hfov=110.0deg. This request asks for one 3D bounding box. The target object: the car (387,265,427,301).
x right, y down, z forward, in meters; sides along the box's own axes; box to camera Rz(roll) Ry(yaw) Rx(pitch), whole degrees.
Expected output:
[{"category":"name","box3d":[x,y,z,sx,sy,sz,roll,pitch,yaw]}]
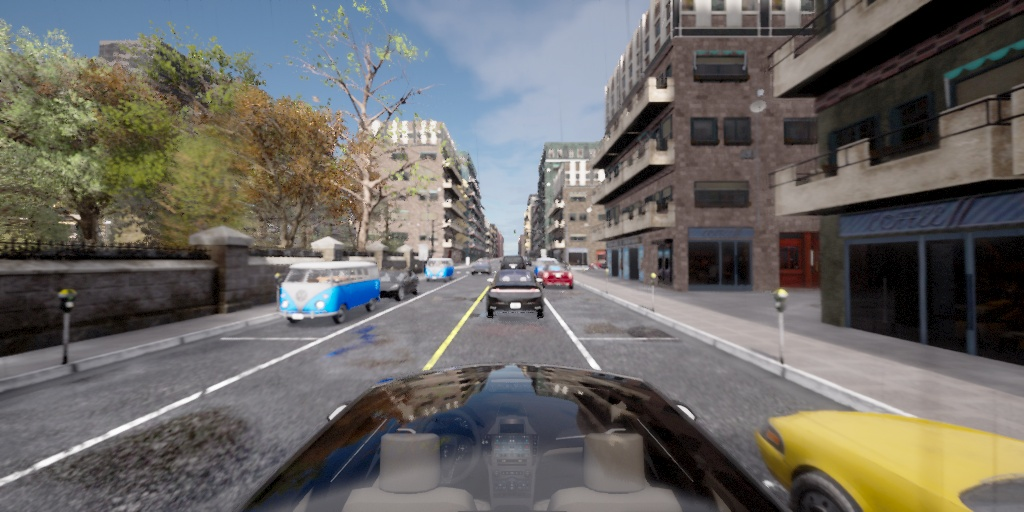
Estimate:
[{"category":"car","box3d":[-5.673,1.299,17.153,1.948,1.339,4.313,0,0,0]}]

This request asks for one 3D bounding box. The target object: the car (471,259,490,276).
[{"category":"car","box3d":[-3.028,1.260,36.566,2.033,1.411,5.357,0,0,0]}]

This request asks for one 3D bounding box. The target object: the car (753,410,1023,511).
[{"category":"car","box3d":[2.691,1.277,0.752,1.751,1.417,4.829,0,0,0]}]

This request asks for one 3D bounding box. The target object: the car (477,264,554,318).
[{"category":"car","box3d":[0.100,1.231,12.947,2.128,1.511,4.902,0,0,0]}]

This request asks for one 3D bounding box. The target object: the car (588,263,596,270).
[{"category":"car","box3d":[13.636,1.291,54.312,4.097,1.591,1.967,0,0,1]}]

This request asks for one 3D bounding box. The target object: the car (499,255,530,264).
[{"category":"car","box3d":[0.100,0.940,30.394,2.150,2.045,5.566,0,0,0]}]

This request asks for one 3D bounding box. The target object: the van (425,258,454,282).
[{"category":"van","box3d":[-5.657,1.062,28.201,1.690,1.789,3.998,0,0,0]}]

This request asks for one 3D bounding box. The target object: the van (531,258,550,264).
[{"category":"van","box3d":[2.658,1.062,28.199,1.690,1.789,3.998,0,0,0]}]

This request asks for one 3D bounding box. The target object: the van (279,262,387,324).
[{"category":"van","box3d":[-5.698,1.080,11.629,1.690,1.789,3.998,0,0,0]}]

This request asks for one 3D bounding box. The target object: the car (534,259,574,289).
[{"category":"car","box3d":[2.660,1.167,22.676,1.967,1.591,4.097,0,0,0]}]

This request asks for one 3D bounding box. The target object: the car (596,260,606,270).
[{"category":"car","box3d":[13.533,1.278,45.934,4.313,1.339,1.948,0,0,1]}]
